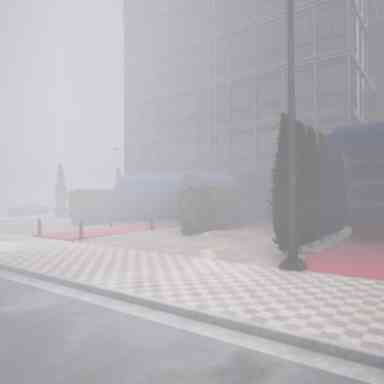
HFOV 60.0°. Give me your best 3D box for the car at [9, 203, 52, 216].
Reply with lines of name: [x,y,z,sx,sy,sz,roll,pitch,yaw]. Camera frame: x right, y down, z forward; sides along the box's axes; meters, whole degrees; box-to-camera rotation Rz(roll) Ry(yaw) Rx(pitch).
car: [-17.635,1.870,36.430,1.994,1.385,4.181,-1,0,36]
